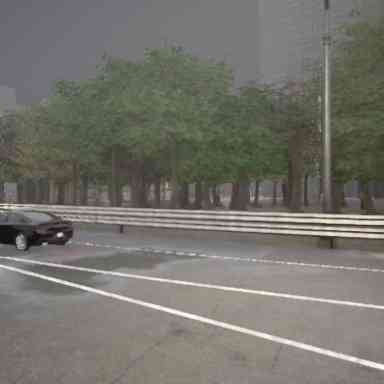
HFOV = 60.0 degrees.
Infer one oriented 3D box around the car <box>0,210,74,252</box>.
[{"bbox_3d":[-7.200,1.491,13.999,5.008,1.535,1.882,0,0,30],"label":"car"}]
